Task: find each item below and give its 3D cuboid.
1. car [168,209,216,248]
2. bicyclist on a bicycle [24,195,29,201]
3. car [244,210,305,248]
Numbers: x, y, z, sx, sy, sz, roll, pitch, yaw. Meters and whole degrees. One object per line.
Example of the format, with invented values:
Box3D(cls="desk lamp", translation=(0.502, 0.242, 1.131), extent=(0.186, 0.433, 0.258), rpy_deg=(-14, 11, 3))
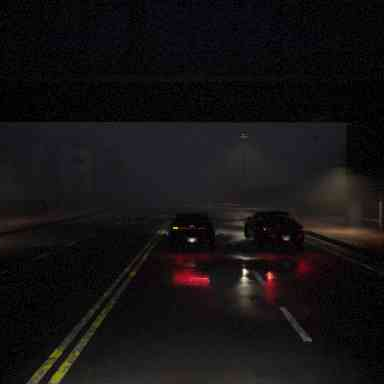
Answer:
Box3D(cls="car", translation=(0.000, 1.515, 14.650), extent=(1.837, 1.490, 4.892), rpy_deg=(0, 0, 0))
Box3D(cls="bicyclist on a bicycle", translation=(-25.279, 1.299, 51.000), extent=(0.582, 1.620, 1.656), rpy_deg=(0, 0, 0))
Box3D(cls="car", translation=(3.500, 1.532, 14.650), extent=(1.812, 1.442, 4.674), rpy_deg=(0, 0, 0))
